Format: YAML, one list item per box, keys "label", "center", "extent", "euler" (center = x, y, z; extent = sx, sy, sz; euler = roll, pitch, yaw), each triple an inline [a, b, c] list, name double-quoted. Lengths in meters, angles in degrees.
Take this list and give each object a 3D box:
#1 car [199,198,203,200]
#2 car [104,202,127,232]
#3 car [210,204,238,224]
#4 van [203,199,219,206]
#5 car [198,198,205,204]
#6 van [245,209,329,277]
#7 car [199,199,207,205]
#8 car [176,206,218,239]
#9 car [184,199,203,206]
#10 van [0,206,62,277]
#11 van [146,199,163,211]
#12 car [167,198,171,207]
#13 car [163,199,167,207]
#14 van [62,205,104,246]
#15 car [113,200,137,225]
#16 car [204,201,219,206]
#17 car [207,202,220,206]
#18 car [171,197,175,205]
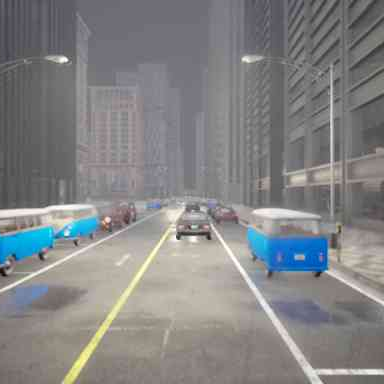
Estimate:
- label: "car"
  center: [2.758, 2.287, 66.755]
  extent: [1.887, 1.381, 4.507]
  euler: [0, -1, 0]
- label: "car"
  center: [-5.766, 1.684, 21.628]
  extent: [1.967, 1.590, 4.097]
  euler: [0, -1, 0]
- label: "car"
  center: [2.759, 1.887, 27.272]
  extent: [1.802, 1.307, 4.206]
  euler: [0, -1, 0]
- label: "van"
  center: [2.758, 1.834, 44.196]
  extent: [1.690, 1.788, 3.998]
  euler: [0, -1, 0]
- label: "car"
  center: [2.757, 2.569, 95.127]
  extent: [1.752, 1.417, 4.829]
  euler: [0, -1, 0]
- label: "van"
  center: [2.759, 1.458, 10.354]
  extent: [1.690, 1.788, 3.998]
  euler: [0, -1, 0]
- label: "car"
  center: [2.757, 2.490, 83.675]
  extent: [1.947, 1.339, 4.313]
  euler: [0, -1, 0]
- label: "car"
  center: [0.091, 1.755, 18.485]
  extent: [2.033, 1.411, 5.357]
  euler: [0, -1, 0]
- label: "car"
  center: [0.098, 1.964, 41.261]
  extent: [1.837, 1.490, 4.892]
  euler: [0, -1, 0]
- label: "van"
  center: [-5.766, 1.459, 10.348]
  extent: [1.690, 1.788, 3.998]
  euler: [0, -1, 0]
- label: "van"
  center: [-5.768, 1.898, 49.833]
  extent: [1.690, 1.788, 3.998]
  euler: [0, -1, 0]
- label: "car"
  center: [-5.768, 2.310, 66.751]
  extent: [1.947, 1.339, 4.313]
  euler: [0, -1, 0]
- label: "car"
  center: [-5.767, 2.164, 55.471]
  extent: [1.887, 1.381, 4.507]
  euler: [0, -1, 0]
- label: "van"
  center: [-5.767, 1.522, 15.989]
  extent: [1.690, 1.788, 3.998]
  euler: [0, -1, 0]
- label: "car"
  center: [-5.767, 1.622, 27.271]
  extent: [2.192, 1.841, 5.009]
  euler: [0, -1, 0]
- label: "car"
  center: [2.759, 1.996, 38.553]
  extent: [1.947, 1.339, 4.313]
  euler: [0, -1, 0]
- label: "car"
  center: [2.759, 1.950, 32.912]
  extent: [1.802, 1.307, 4.206]
  euler: [0, -1, 0]
- label: "car"
  center: [-5.768, 2.306, 78.034]
  extent: [1.967, 1.590, 4.097]
  euler: [0, -1, 0]
